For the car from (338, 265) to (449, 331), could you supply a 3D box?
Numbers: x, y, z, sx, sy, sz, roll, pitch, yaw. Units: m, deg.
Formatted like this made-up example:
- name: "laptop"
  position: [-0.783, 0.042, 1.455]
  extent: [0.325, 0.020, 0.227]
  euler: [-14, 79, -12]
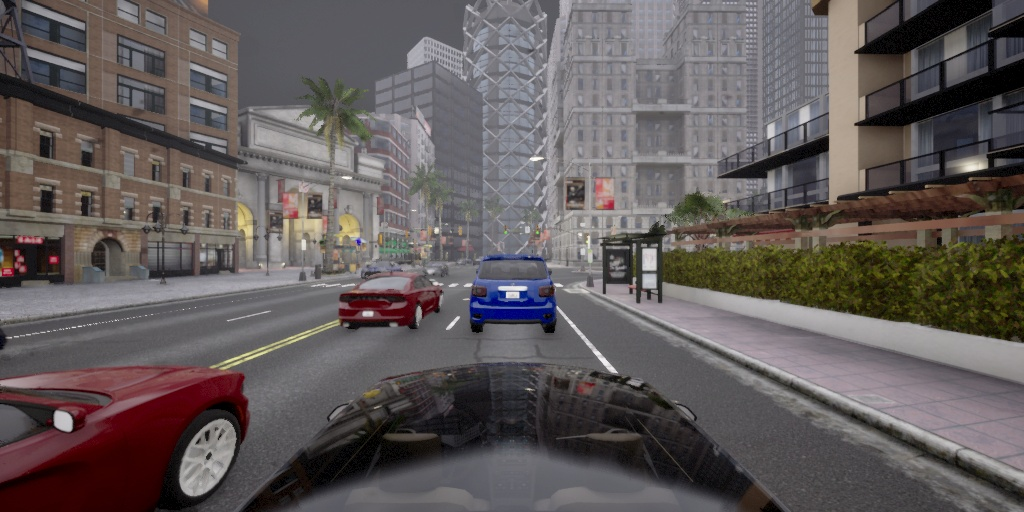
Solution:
- name: "car"
  position: [-3.442, 1.227, 11.089]
  extent: [1.882, 1.535, 5.008]
  euler: [0, 0, 0]

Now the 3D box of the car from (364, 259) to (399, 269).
- name: "car"
  position: [-10.600, 1.101, 29.368]
  extent: [2.097, 1.767, 4.553]
  euler: [0, 0, 0]

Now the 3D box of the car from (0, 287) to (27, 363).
- name: "car"
  position: [-10.599, 1.314, 5.014]
  extent: [1.994, 1.385, 4.181]
  euler: [0, 0, 0]

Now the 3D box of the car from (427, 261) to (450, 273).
- name: "car"
  position: [-7.100, 1.241, 33.718]
  extent: [2.128, 1.511, 4.902]
  euler: [0, 0, 0]

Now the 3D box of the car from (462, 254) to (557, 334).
- name: "car"
  position: [0.052, 0.971, 10.759]
  extent: [2.150, 2.045, 5.566]
  euler: [0, 0, 1]

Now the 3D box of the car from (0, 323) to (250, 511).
- name: "car"
  position: [-3.390, 1.228, 1.321]
  extent: [1.882, 1.535, 5.008]
  euler: [0, 0, 0]
